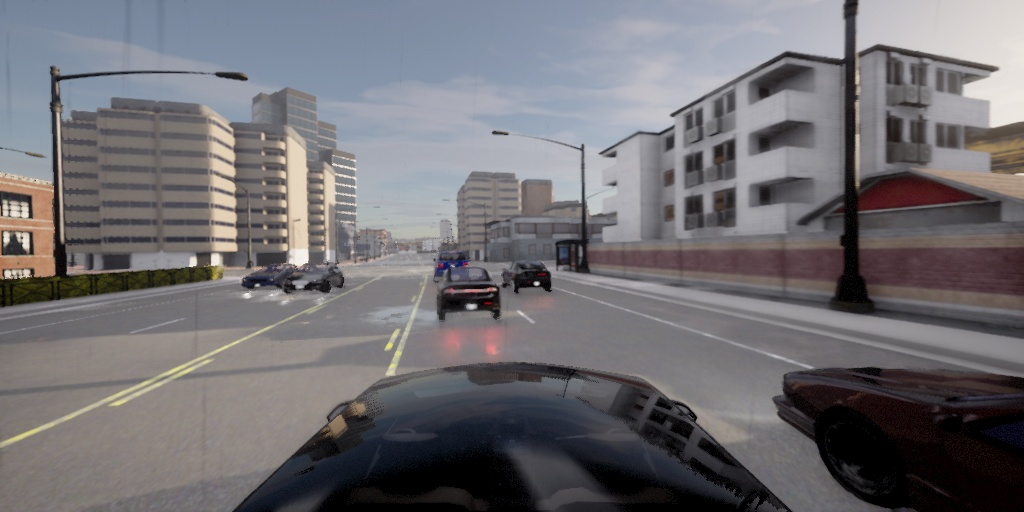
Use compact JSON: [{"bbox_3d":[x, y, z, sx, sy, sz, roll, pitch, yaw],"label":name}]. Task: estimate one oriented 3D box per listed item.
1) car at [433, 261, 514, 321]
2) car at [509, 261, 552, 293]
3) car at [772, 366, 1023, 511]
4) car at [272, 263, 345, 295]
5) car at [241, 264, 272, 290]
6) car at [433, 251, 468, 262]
[{"bbox_3d":[-1.535,1.113,11.928,2.128,1.511,4.902,-1,1,-11],"label":"car"},{"bbox_3d":[0.651,0.995,18.743,1.837,1.490,4.892,-1,1,-12],"label":"car"},{"bbox_3d":[3.658,1.253,1.225,2.033,1.411,5.357,-1,1,-1],"label":"car"},{"bbox_3d":[-10.289,1.130,18.962,2.128,1.511,4.902,-1,1,-12],"label":"car"},{"bbox_3d":[-14.567,1.196,22.354,2.033,1.411,5.357,-1,1,-12],"label":"car"},{"bbox_3d":[-4.110,0.696,24.283,2.150,2.045,5.566,-1,1,-12],"label":"car"}]
